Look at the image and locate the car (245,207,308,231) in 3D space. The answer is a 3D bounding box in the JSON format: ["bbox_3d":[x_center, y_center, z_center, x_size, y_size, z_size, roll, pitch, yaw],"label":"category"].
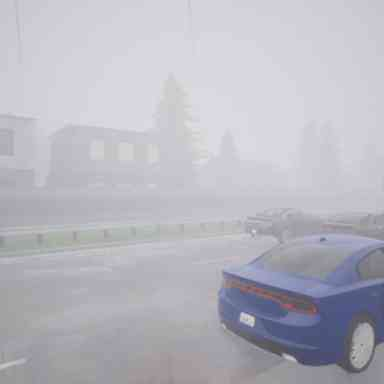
[{"bbox_3d":[4.635,1.474,15.652,4.902,1.511,2.128,0,0,-36],"label":"car"}]

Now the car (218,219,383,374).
[{"bbox_3d":[2.721,1.470,5.686,5.008,1.535,1.882,0,0,-36],"label":"car"}]

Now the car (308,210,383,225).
[{"bbox_3d":[6.891,1.487,12.963,4.892,1.490,1.837,0,0,-36],"label":"car"}]
